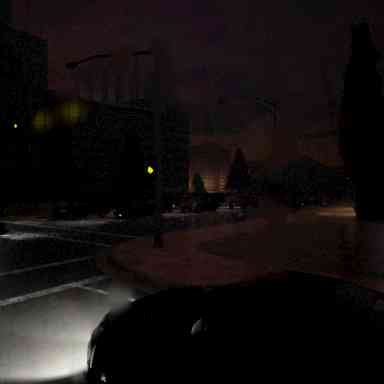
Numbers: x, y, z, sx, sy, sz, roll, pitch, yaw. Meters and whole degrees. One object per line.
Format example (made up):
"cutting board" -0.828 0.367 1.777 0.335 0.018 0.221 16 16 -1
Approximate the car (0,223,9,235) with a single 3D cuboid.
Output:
"car" -10.894 1.544 14.107 2.033 1.411 5.357 0 0 36

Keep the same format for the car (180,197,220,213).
"car" 0.717 1.348 36.409 2.097 1.767 4.553 0 0 36

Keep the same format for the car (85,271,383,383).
"car" 0.837 1.564 3.403 4.181 1.385 1.994 0 0 35

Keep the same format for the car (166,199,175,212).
"car" -3.884 1.500 36.023 1.837 1.490 4.892 0 0 36

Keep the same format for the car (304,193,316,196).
"car" 21.524 1.488 58.778 2.128 1.511 4.902 0 0 36

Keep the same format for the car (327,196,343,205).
"car" 24.488 1.489 56.901 2.128 1.511 4.902 0 0 36

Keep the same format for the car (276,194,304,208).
"car" 14.558 1.502 49.179 1.837 1.490 4.892 0 0 36

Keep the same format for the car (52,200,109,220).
"car" -9.403 1.472 28.435 1.882 1.535 5.008 0 0 36

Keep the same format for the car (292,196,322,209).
"car" 15.430 1.561 44.422 1.994 1.385 4.181 0 0 36

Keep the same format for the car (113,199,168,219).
"car" -4.600 1.596 29.079 1.895 1.301 4.718 0 0 36

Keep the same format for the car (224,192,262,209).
"car" 7.016 1.217 45.069 2.150 2.045 5.566 0 0 36

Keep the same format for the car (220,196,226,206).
"car" 1.854 1.542 43.926 2.033 1.411 5.357 0 0 36
